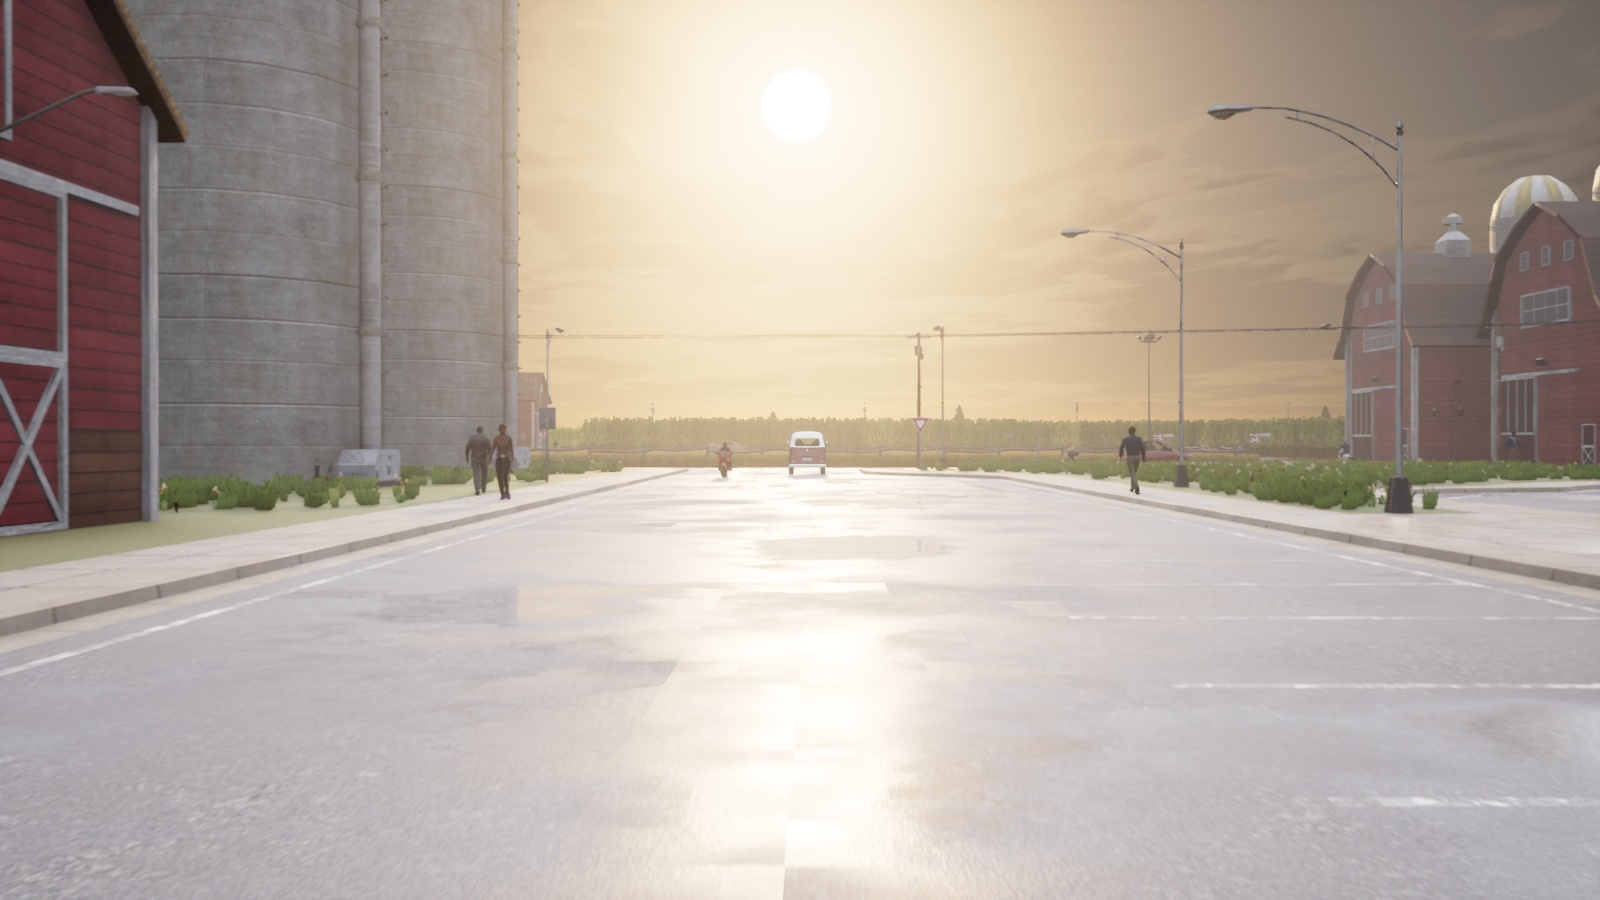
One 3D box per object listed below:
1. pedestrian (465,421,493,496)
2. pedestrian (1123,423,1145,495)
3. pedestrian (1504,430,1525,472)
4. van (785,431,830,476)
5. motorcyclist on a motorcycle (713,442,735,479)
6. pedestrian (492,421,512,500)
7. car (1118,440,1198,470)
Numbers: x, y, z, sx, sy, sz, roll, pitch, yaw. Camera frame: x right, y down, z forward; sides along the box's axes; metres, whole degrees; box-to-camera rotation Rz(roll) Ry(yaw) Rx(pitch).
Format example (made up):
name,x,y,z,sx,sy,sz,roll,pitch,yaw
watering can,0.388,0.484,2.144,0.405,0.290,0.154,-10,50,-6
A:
name,x,y,z,sx,sy,sz,roll,pitch,yaw
pedestrian,-8.249,0.213,32.311,0.563,1.883,0.849,0,0,-4
pedestrian,8.675,0.225,32.620,0.370,1.835,0.726,0,0,-1
pedestrian,34.017,0.047,59.804,0.423,1.949,0.788,0,0,-13
van,0.351,0.134,60.219,2.069,2.038,4.480,0,1,0
motorcyclist on a motorcycle,-3.183,0.428,52.971,0.797,1.523,2.044,0,0,0
pedestrian,-6.898,0.232,29.096,0.328,1.805,0.869,0,0,-4
car,20.031,0.264,70.383,3.988,1.617,1.851,0,0,1
